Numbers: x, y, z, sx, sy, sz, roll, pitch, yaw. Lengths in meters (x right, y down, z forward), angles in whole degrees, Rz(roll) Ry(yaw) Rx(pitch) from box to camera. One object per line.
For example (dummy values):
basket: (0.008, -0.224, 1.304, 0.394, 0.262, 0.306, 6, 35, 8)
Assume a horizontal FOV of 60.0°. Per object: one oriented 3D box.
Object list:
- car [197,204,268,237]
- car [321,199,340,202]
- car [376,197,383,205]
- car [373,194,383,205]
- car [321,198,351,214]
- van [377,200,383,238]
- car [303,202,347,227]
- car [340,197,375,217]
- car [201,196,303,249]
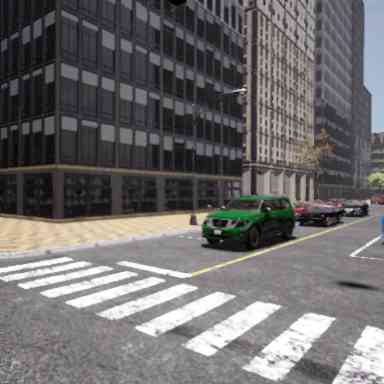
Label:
car: (2.435, 1.486, 18.819, 1.752, 1.417, 4.829, 0, 0, 38)
car: (11.929, 1.521, 30.957, 1.887, 1.381, 4.507, 0, 0, 38)
car: (35.664, 1.584, 61.835, 2.008, 1.369, 4.403, 0, 0, 38)
car: (32.275, 1.339, 57.424, 2.192, 1.841, 5.009, 0, 0, 38)
car: (15.320, 1.423, 35.368, 1.967, 1.590, 4.097, 0, 0, 38)
van: (9.828, 1.363, 15.110, 1.690, 1.788, 3.998, 0, 0, 38)
car: (8.915, 1.587, 22.986, 1.895, 1.301, 4.718, 1, 0, 38)
car: (15.276, 1.489, 31.242, 2.128, 1.511, 4.902, 1, 0, 38)
car: (2.726, 1.199, 14.897, 2.150, 2.045, 5.566, 1, 0, 39)
